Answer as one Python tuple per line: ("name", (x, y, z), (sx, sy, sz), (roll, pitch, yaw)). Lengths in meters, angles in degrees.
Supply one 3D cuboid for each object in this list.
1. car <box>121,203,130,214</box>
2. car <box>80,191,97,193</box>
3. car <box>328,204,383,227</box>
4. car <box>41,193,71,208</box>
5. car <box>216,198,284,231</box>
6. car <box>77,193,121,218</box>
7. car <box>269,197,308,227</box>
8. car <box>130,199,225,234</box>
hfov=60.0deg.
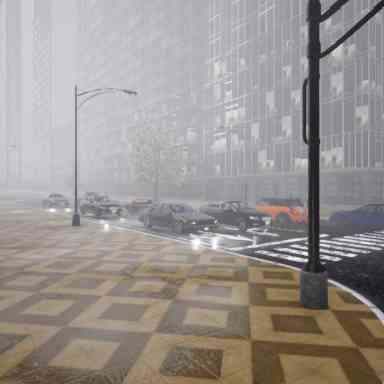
("car", (-3.395, 1.193, 26.078), (1.895, 1.301, 4.718), (0, 1, -38))
("car", (-10.830, 0.724, 35.588), (2.097, 1.767, 4.553), (0, 1, -38))
("car", (10.703, 1.387, 18.978), (2.033, 1.411, 5.357), (0, 1, -38))
("car", (-14.309, 0.873, 34.767), (1.812, 1.442, 4.674), (0, 1, -38))
("car", (2.330, 1.254, 18.784), (2.128, 1.511, 4.902), (0, 1, -38))
("car", (-7.027, 1.056, 25.442), (2.128, 1.511, 4.902), (0, 1, -38))
("car", (5.009, 1.109, 20.959), (2.097, 1.767, 4.553), (0, 1, -38))
("car", (-0.953, 1.292, 17.700), (2.033, 1.411, 5.357), (0, 1, -38))
